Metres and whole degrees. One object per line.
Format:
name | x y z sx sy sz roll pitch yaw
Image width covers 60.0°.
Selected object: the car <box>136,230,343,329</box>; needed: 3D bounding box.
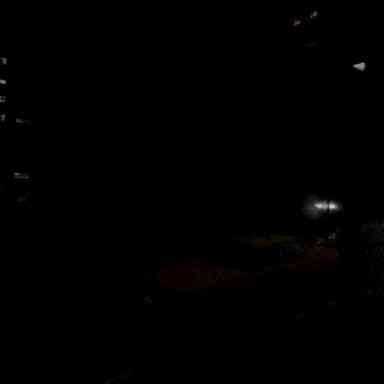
car | 1.248 1.522 6.960 4.829 1.417 1.752 0 2 -35
